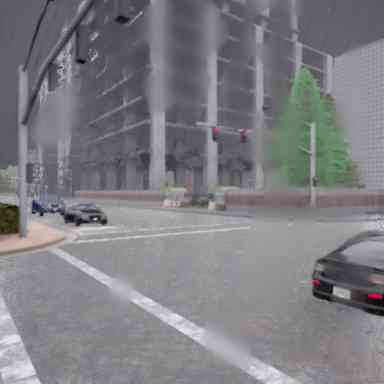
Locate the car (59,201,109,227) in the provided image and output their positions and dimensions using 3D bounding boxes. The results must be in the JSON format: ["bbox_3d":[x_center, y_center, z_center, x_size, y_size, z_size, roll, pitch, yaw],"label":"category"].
[{"bbox_3d":[-7.226,1.510,22.495,1.994,1.385,4.181,0,0,-36],"label":"car"}]

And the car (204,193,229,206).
[{"bbox_3d":[3.854,1.118,52.588,1.905,1.878,3.866,0,0,-36],"label":"car"}]

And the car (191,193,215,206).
[{"bbox_3d":[1.462,1.118,50.877,1.905,1.878,3.866,0,0,-36],"label":"car"}]

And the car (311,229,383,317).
[{"bbox_3d":[4.357,1.512,6.854,4.674,1.442,1.812,0,0,-35],"label":"car"}]

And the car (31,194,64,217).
[{"bbox_3d":[-13.517,1.167,31.187,2.150,2.045,5.566,0,0,-36],"label":"car"}]
